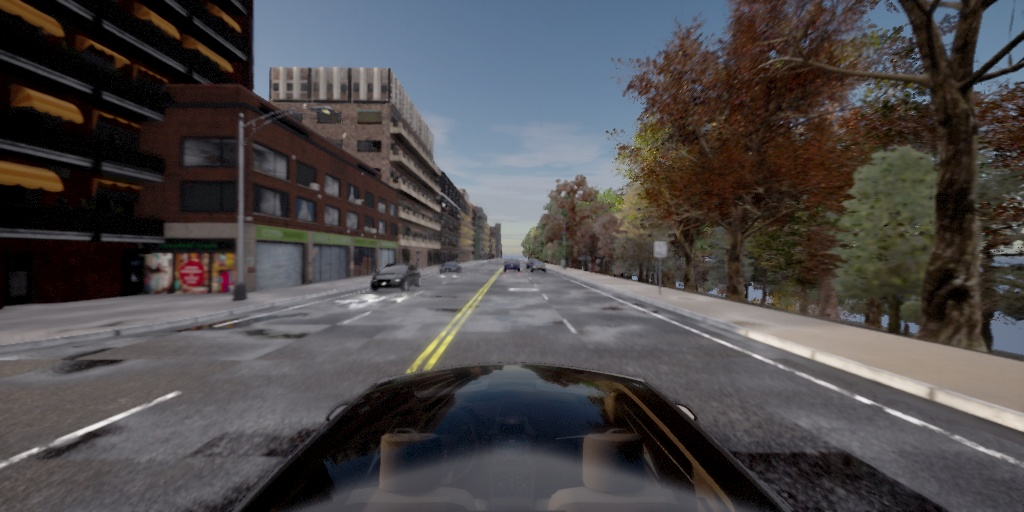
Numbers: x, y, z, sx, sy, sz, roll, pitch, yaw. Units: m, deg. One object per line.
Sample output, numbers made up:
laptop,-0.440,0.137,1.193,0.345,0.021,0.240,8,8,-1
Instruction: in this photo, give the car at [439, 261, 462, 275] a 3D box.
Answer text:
car,-6.571,1.266,38.791,1.994,1.385,4.181,0,0,0

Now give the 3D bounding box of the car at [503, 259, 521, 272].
car,-0.005,1.094,45.155,2.097,1.767,4.553,0,0,0

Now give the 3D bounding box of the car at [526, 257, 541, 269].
car,3.244,1.116,55.441,2.097,1.767,4.553,0,0,0

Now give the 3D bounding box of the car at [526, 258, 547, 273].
car,3.244,1.308,44.769,2.033,1.411,5.357,0,0,0

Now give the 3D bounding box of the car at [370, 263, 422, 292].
car,-6.590,1.199,20.862,1.837,1.490,4.892,0,-1,0
